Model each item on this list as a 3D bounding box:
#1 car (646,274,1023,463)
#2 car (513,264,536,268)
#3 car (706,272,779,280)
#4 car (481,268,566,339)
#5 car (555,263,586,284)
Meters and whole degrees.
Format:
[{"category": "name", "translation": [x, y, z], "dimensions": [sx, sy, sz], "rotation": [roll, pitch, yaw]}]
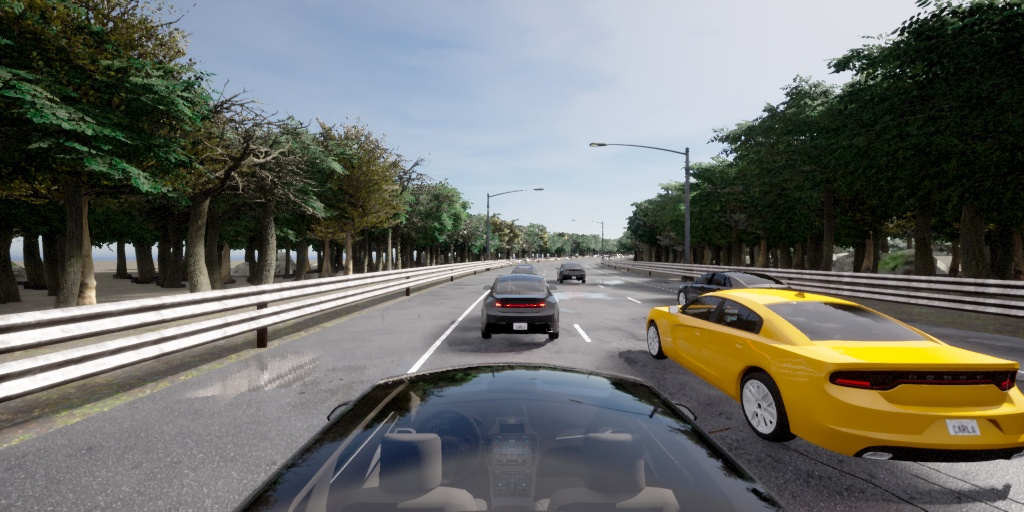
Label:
[{"category": "car", "translation": [3.652, 1.227, 5.363], "dimensions": [1.882, 1.535, 5.008], "rotation": [0, 0, 0]}, {"category": "car", "translation": [0.961, 1.317, 27.489], "dimensions": [1.994, 1.385, 4.181], "rotation": [0, 0, 3]}, {"category": "car", "translation": [7.268, 1.255, 11.991], "dimensions": [1.837, 1.490, 4.892], "rotation": [0, 0, 2]}, {"category": "car", "translation": [0.225, 1.255, 10.065], "dimensions": [1.837, 1.490, 4.892], "rotation": [0, 0, 1]}, {"category": "car", "translation": [4.459, 1.257, 27.356], "dimensions": [1.837, 1.490, 4.892], "rotation": [0, 0, 3]}]
